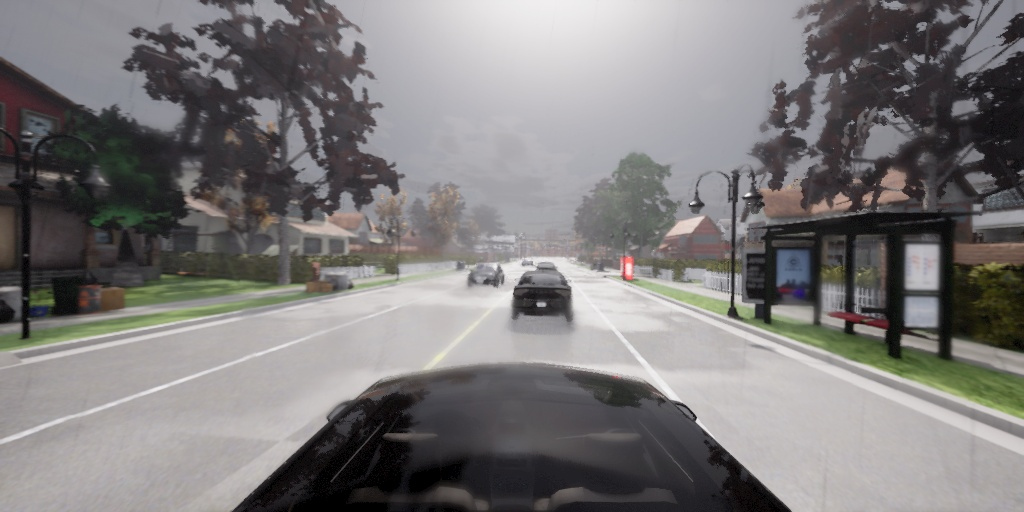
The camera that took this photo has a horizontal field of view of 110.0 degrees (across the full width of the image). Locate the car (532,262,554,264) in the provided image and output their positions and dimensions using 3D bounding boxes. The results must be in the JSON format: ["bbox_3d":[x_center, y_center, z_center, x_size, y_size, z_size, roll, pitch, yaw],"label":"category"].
[{"bbox_3d":[2.978,1.270,31.290,1.837,1.490,4.892,1,0,6],"label":"car"}]

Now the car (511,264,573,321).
[{"bbox_3d":[1.086,1.234,12.677,1.882,1.535,5.008,1,0,5],"label":"car"}]

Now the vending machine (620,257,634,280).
[{"bbox_3d":[9.681,1.043,30.242,1.100,2.100,0.880,0,0,6],"label":"vending machine"}]

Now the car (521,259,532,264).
[{"bbox_3d":[2.813,1.263,64.803,1.994,1.385,4.181,1,0,6],"label":"car"}]

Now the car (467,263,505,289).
[{"bbox_3d":[-1.582,1.207,23.180,2.128,1.511,4.902,1,0,6],"label":"car"}]
